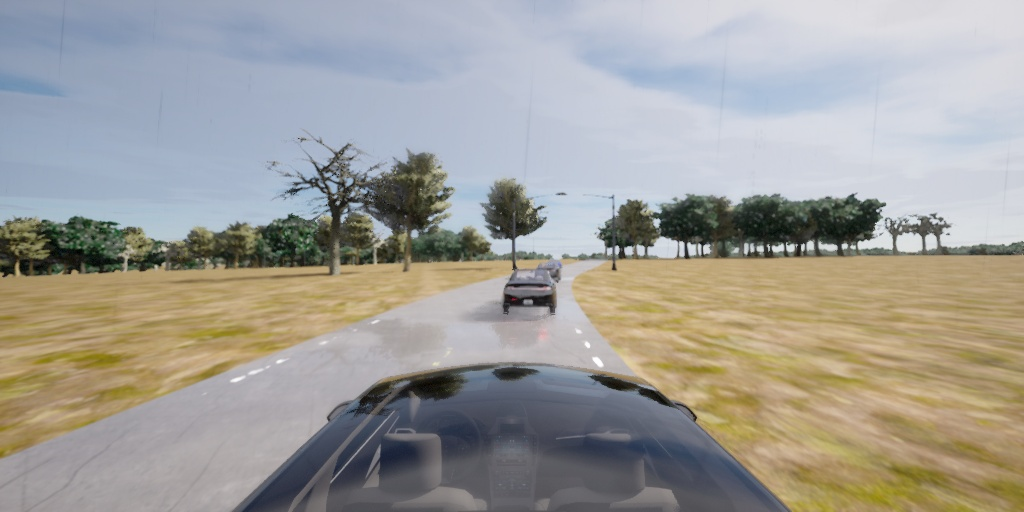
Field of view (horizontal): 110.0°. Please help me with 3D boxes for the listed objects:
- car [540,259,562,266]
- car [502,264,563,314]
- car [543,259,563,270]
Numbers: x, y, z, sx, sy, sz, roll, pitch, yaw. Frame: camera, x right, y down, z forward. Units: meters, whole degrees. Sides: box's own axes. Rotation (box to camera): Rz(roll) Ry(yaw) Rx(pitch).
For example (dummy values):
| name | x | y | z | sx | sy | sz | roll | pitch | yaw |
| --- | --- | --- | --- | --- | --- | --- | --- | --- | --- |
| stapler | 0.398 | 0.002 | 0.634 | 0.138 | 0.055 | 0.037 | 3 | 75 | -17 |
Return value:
| name | x | y | z | sx | sy | sz | roll | pitch | yaw |
| --- | --- | --- | --- | --- | --- | --- | --- | --- | --- |
| car | 2.922 | 1.243 | 28.611 | 2.128 | 1.511 | 4.902 | 0 | 0 | 12 |
| car | 0.748 | 1.242 | 13.709 | 2.128 | 1.511 | 4.902 | 0 | 0 | 6 |
| car | 5.978 | 1.221 | 51.975 | 1.882 | 1.535 | 5.008 | -1 | 0 | 18 |
